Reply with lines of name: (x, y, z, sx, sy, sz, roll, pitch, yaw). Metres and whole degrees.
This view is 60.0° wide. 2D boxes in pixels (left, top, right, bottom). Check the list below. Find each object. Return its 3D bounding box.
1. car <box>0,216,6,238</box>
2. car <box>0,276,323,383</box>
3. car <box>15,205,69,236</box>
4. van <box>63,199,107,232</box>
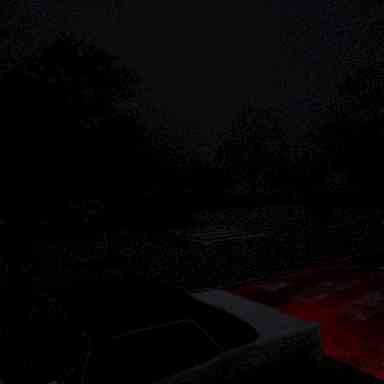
car: (-11.476, 1.632, 18.322, 1.946, 1.575, 5.366, 0, 0, -36)
car: (-0.994, 1.613, 2.966, 4.718, 1.301, 1.895, 0, 0, -35)
car: (-9.341, 1.679, 20.112, 2.163, 1.488, 4.792, 0, 0, -36)
van: (-6.998, 1.438, 21.606, 1.878, 1.987, 4.442, 0, 0, -36)
